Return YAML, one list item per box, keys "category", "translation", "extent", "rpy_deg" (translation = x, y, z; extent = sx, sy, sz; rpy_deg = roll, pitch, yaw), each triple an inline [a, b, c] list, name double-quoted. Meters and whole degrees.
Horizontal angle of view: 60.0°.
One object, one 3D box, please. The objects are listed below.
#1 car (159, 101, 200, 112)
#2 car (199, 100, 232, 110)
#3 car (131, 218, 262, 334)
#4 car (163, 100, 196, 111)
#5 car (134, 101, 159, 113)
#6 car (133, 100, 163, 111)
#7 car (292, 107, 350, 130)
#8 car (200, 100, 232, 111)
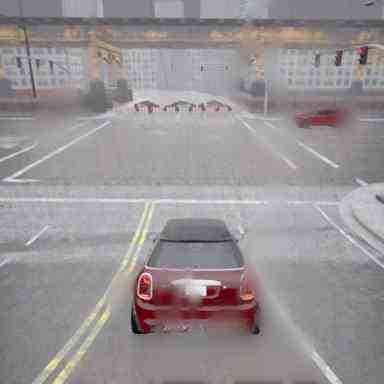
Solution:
- category: "car"
  translation: [-1.874, -12.649, 49.096]
  extent: [4.974, 1.542, 2.038]
  rpy_deg: [-13, 23, -33]
- category: "car"
  translation: [3.464, -13.026, 49.705]
  extent: [4.536, 1.218, 1.853]
  rpy_deg: [11, 22, 28]
- category: "car"
  translation: [0.077, 1.344, 7.142]
  extent: [2.097, 1.767, 4.553]
  rpy_deg: [0, 5, 0]
- category: "car"
  translation: [-1.832, -12.807, 49.072]
  extent: [4.536, 1.218, 1.853]
  rpy_deg: [-13, 23, -33]
- category: "car"
  translation: [-6.481, -12.680, 49.179]
  extent: [4.974, 1.542, 2.038]
  rpy_deg: [18, 26, 42]
- category: "car"
  translation: [-6.518, -12.840, 49.161]
  extent: [4.536, 1.218, 1.853]
  rpy_deg: [18, 26, 42]
- category: "car"
  translation: [13.100, -7.523, 33.757]
  extent: [5.566, 2.045, 2.150]
  rpy_deg: [0, 19, 1]
- category: "car"
  translation: [3.509, -12.869, 49.733]
  extent: [4.974, 1.542, 2.038]
  rpy_deg: [11, 22, 28]
